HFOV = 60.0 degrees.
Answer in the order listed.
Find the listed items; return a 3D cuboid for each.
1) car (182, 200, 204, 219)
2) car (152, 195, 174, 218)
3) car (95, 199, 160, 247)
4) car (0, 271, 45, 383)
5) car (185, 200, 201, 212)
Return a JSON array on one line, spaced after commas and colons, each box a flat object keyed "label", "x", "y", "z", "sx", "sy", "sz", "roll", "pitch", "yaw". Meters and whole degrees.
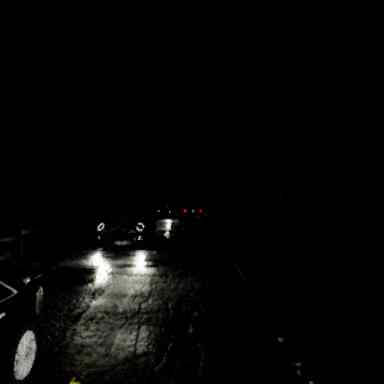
[{"label": "car", "x": 0.093, "y": 1.619, "z": 29.791, "sx": 2.033, "sy": 1.411, "sz": 5.357, "roll": 0, "pitch": 0, "yaw": 0}, {"label": "car", "x": -2.857, "y": 1.298, "z": 31.500, "sx": 2.150, "sy": 2.045, "sz": 5.566, "roll": 0, "pitch": 0, "yaw": 0}, {"label": "car", "x": -2.846, "y": 1.387, "z": 15.151, "sx": 2.097, "sy": 1.767, "sz": 4.553, "roll": 0, "pitch": 0, "yaw": 0}, {"label": "car", "x": -2.851, "y": 1.512, "z": 2.520, "sx": 1.837, "sy": 1.490, "sz": 4.892, "roll": 0, "pitch": 0, "yaw": 0}, {"label": "car", "x": 0.101, "y": 1.703, "z": 41.854, "sx": 1.895, "sy": 1.301, "sz": 4.718, "roll": 0, "pitch": 0, "yaw": 0}]
